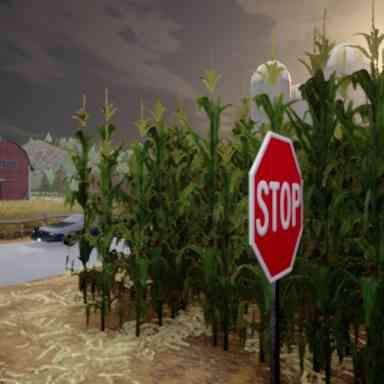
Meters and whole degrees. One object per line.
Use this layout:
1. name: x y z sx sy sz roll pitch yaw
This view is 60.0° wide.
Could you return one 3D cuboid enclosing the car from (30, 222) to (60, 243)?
1. car: -5.189 1.742 16.824 2.033 1.411 5.357 0 0 35
